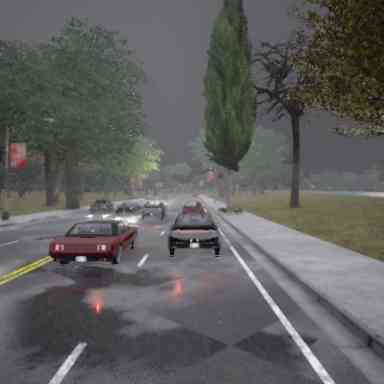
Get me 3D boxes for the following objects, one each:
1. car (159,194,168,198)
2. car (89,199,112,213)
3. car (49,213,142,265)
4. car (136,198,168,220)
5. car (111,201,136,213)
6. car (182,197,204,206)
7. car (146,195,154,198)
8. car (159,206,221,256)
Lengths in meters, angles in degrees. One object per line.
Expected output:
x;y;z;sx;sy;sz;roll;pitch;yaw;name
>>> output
-6.511;1.152;75.794;1.837;1.490;4.892;0;0;0;car
-9.847;1.548;36.508;1.837;1.490;4.892;0;0;0;car
-3.160;1.632;11.736;1.895;1.301;4.718;0;0;0;car
-3.162;1.541;28.593;2.128;1.511;4.902;0;0;0;car
-6.602;1.646;34.405;1.895;1.301;4.718;0;0;0;car
0.090;1.526;30.168;1.882;1.535;5.008;0;0;0;car
-9.761;1.355;77.674;1.812;1.442;4.674;0;0;0;car
0.089;1.525;13.244;2.128;1.511;4.902;0;0;0;car
